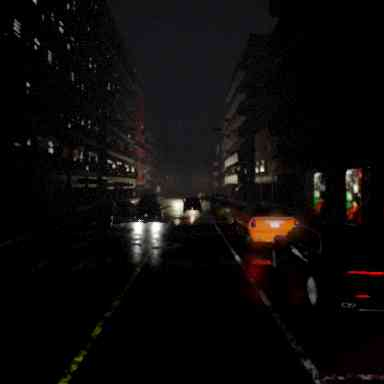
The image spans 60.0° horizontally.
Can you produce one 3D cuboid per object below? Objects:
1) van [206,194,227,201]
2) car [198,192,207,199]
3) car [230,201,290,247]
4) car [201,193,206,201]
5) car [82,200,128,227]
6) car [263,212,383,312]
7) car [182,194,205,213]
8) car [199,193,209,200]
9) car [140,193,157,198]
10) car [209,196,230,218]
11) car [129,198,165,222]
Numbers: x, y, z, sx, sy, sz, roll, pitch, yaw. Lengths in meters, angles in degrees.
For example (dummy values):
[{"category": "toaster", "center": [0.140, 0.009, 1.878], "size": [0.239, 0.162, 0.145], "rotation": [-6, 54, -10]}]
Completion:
[{"category": "van", "center": [2.645, 1.102, 32.975], "size": [1.690, 1.788, 3.998], "rotation": [-1, 0, 0]}, {"category": "car", "center": [2.596, 0.867, 84.137], "size": [1.967, 1.590, 4.097], "rotation": [-1, 0, 0]}, {"category": "car", "center": [3.099, 1.244, 14.590], "size": [2.097, 1.767, 4.553], "rotation": [0, 0, 0]}, {"category": "car", "center": [2.620, 1.122, 61.399], "size": [2.008, 1.369, 4.403], "rotation": [-1, 0, 0]}, {"category": "car", "center": [-5.721, 1.407, 21.603], "size": [1.947, 1.339, 4.313], "rotation": [-1, 0, 0]}, {"category": "car", "center": [3.138, 1.446, 7.621], "size": [1.837, 1.490, 4.892], "rotation": [0, 0, 0]}, {"category": "car", "center": [0.043, 1.263, 33.287], "size": [1.837, 1.490, 4.892], "rotation": [0, 0, 0]}, {"category": "car", "center": [2.609, 1.043, 72.769], "size": [1.887, 1.381, 4.507], "rotation": [-1, 0, 0]}, {"category": "car", "center": [-5.747, 0.999, 44.340], "size": [2.192, 1.841, 5.009], "rotation": [-1, 0, 0]}, {"category": "car", "center": [2.653, 1.325, 27.462], "size": [1.752, 1.417, 4.829], "rotation": [-1, 0, 0]}, {"category": "car", "center": [-3.123, 1.384, 24.578], "size": [1.994, 1.385, 4.181], "rotation": [0, 0, 0]}]
